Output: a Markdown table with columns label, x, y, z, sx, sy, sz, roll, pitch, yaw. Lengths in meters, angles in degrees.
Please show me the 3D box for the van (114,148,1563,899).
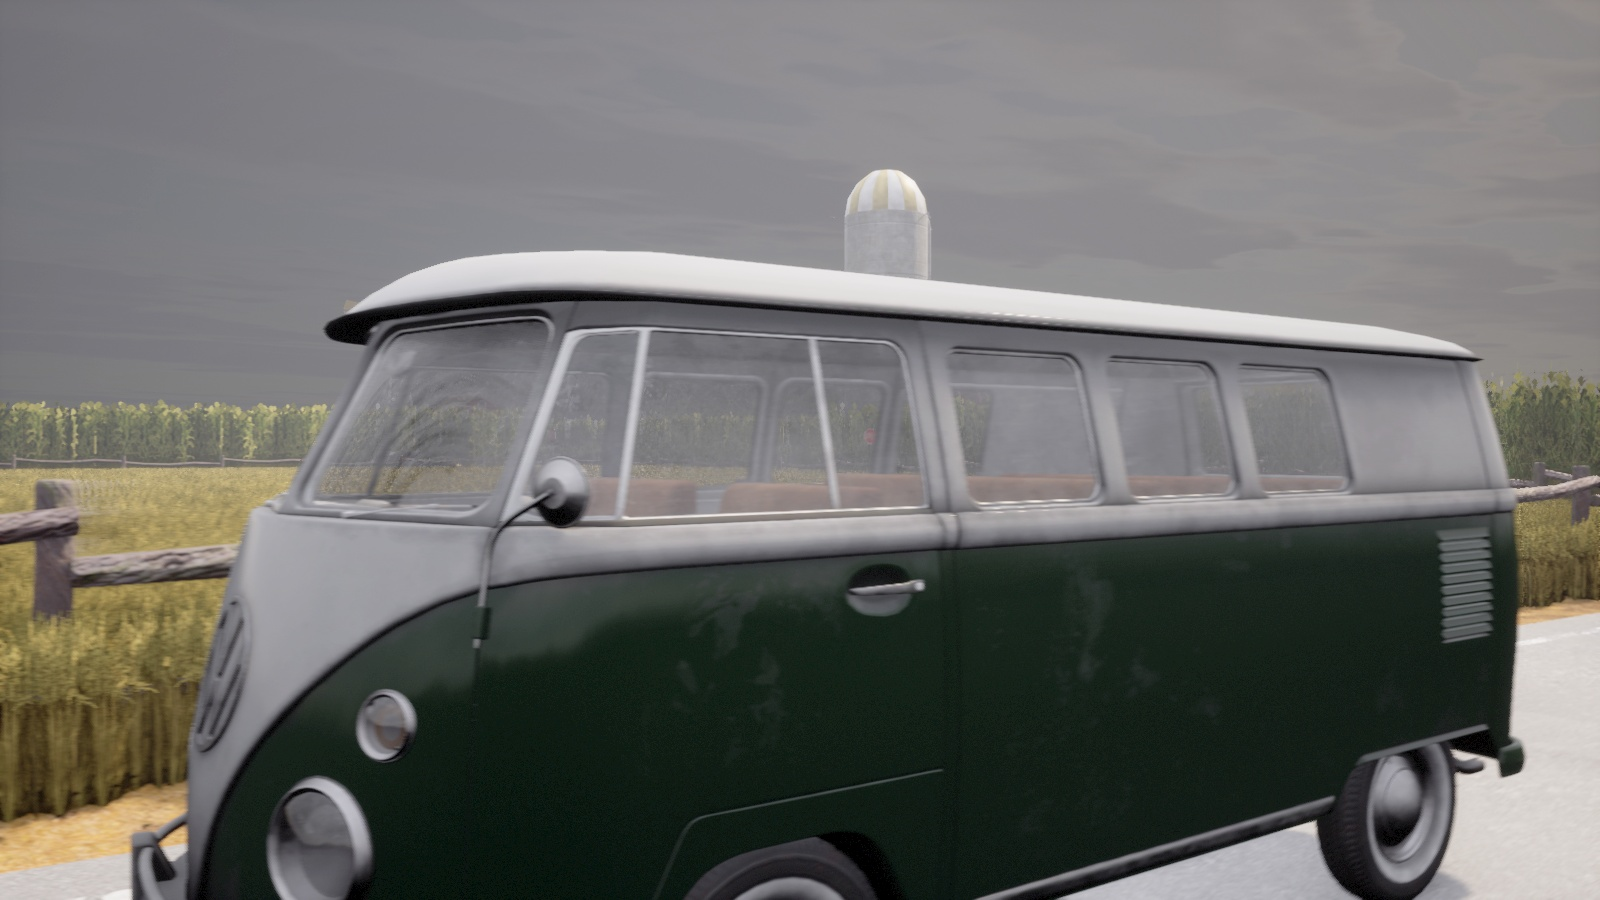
| label | x | y | z | sx | sy | sz | roll | pitch | yaw |
| --- | --- | --- | --- | --- | --- | --- | --- | --- | --- |
| van | 0.452 | 0.503 | 4.007 | 4.442 | 1.987 | 1.775 | 0 | 0 | -36 |
